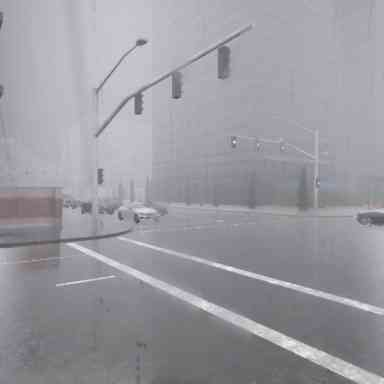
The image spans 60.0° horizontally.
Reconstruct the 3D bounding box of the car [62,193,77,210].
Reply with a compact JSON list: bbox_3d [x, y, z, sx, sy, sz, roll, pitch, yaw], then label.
[{"bbox_3d":[-16.927,1.220,43.628,2.150,2.045,5.566,0,0,-36],"label":"car"}]

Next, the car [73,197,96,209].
[{"bbox_3d":[-15.370,1.526,47.479,1.812,1.442,4.674,0,0,-35],"label":"car"}]

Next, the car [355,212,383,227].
[{"bbox_3d":[12.769,1.601,20.541,1.895,1.301,4.718,0,0,-36],"label":"car"}]

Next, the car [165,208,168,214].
[{"bbox_3d":[-4.360,1.547,32.085,2.033,1.411,5.357,0,0,-36],"label":"car"}]

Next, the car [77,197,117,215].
[{"bbox_3d":[-9.476,1.352,33.222,2.097,1.767,4.553,0,0,-36],"label":"car"}]

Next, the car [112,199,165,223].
[{"bbox_3d":[-4.250,1.526,25.923,1.812,1.442,4.674,0,0,-36],"label":"car"}]

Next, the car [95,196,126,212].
[{"bbox_3d":[-9.740,1.352,39.598,2.097,1.767,4.553,0,0,-36],"label":"car"}]
